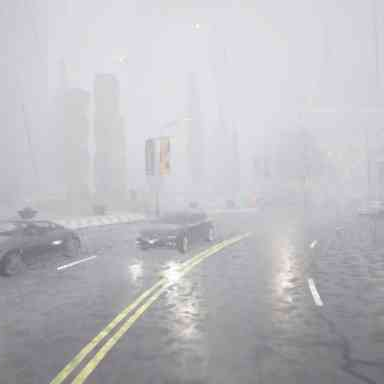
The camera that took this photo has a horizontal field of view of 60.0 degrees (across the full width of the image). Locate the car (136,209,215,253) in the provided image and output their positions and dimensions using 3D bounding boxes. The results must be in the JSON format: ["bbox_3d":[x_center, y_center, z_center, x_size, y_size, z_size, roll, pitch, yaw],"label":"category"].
[{"bbox_3d":[-0.508,1.505,13.891,1.837,1.490,4.892,-1,0,22],"label":"car"}]

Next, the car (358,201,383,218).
[{"bbox_3d":[16.610,1.526,29.628,4.674,1.442,1.812,0,0,-34],"label":"car"}]

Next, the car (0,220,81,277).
[{"bbox_3d":[-5.315,1.564,10.252,1.994,1.385,4.181,0,0,16],"label":"car"}]
